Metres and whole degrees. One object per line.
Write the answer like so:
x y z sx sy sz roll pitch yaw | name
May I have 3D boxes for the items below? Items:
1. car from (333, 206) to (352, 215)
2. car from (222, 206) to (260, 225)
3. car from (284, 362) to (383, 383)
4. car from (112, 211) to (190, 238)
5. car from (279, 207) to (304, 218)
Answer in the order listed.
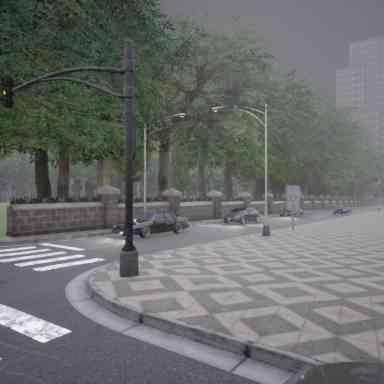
22.613 2.747 49.825 1.895 1.301 4.718 0 -1 35 | car
4.497 2.085 29.794 1.837 1.490 4.892 0 -1 35 | car
2.349 1.551 1.283 4.403 1.369 2.008 0 0 36 | car
-2.293 1.888 20.218 2.033 1.411 5.357 0 -1 35 | car
12.235 2.426 40.662 1.994 1.385 4.181 0 -1 36 | car
